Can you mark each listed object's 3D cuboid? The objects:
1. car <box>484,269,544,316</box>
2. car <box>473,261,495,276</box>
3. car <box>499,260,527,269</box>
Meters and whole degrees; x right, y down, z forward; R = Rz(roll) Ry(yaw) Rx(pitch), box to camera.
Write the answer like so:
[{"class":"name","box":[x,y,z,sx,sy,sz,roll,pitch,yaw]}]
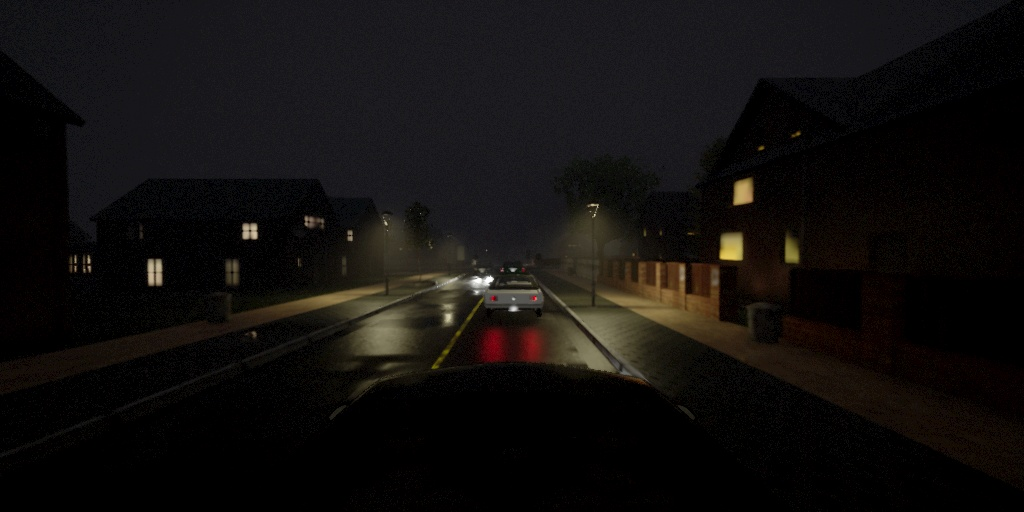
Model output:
[{"class":"car","box":[0.070,1.334,13.248,1.895,1.301,4.718,0,0,0]},{"class":"car","box":[-2.801,1.234,36.524,2.128,1.511,4.902,0,0,0]},{"class":"car","box":[0.078,1.081,28.280,2.097,1.767,4.553,0,0,0]}]
